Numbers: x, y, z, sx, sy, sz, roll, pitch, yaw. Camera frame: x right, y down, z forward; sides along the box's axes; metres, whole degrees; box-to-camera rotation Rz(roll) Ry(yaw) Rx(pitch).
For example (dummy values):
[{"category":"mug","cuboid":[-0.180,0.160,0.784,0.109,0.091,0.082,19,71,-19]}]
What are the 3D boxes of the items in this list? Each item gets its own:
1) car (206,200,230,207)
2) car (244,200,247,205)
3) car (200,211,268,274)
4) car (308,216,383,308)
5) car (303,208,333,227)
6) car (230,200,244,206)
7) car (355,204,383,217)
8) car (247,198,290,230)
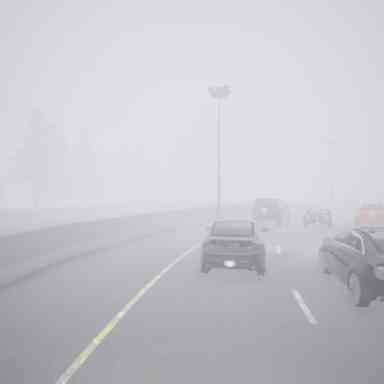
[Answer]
[{"category":"car","cuboid":[5.311,2.094,56.437,2.033,1.411,5.357,0,-1,43]},{"category":"car","cuboid":[10.757,2.010,51.894,1.882,1.535,5.008,0,-1,44]},{"category":"car","cuboid":[1.464,1.617,11.054,1.837,1.490,4.892,0,0,11]},{"category":"car","cuboid":[4.410,1.590,7.980,2.128,1.511,4.902,0,0,9]},{"category":"car","cuboid":[9.530,1.880,24.949,1.895,1.301,4.718,0,-1,24]},{"category":"car","cuboid":[8.962,2.059,55.085,1.837,1.490,4.892,0,-1,44]},{"category":"car","cuboid":[13.592,1.655,25.255,2.097,1.767,4.553,0,-1,26]},{"category":"car","cuboid":[6.326,1.496,26.386,2.150,2.045,5.566,0,-1,24]}]
